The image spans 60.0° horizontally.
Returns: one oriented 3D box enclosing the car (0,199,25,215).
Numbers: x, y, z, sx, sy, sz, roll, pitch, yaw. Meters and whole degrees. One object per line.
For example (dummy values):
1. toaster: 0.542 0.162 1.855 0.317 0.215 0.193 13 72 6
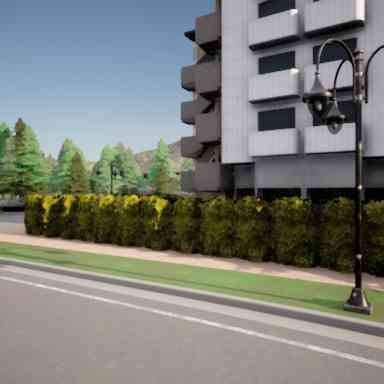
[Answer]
1. car: -18.243 1.473 33.495 2.128 1.511 4.902 0 0 33
